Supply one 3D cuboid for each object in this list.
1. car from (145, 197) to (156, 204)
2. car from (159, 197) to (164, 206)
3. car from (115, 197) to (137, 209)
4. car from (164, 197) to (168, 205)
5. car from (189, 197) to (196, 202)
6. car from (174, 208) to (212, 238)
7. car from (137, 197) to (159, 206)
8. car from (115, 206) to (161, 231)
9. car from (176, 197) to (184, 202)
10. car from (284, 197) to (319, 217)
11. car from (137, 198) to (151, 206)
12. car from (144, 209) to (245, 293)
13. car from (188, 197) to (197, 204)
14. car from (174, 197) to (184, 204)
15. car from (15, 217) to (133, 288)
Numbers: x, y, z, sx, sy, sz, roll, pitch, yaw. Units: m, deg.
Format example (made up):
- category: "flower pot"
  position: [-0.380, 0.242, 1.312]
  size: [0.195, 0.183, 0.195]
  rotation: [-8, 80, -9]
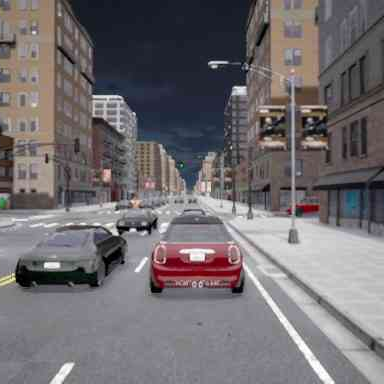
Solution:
- category: "car"
  position: [-9.605, 1.995, 76.995]
  size: [1.812, 1.442, 4.674]
  rotation: [0, 0, 0]
- category: "car"
  position: [-6.474, 1.932, 57.239]
  size: [1.994, 1.385, 4.181]
  rotation: [0, 0, 0]
- category: "car"
  position: [-9.760, 1.876, 48.227]
  size: [1.994, 1.385, 4.181]
  rotation: [0, 0, 0]
- category: "car"
  position: [-6.406, 1.926, 66.037]
  size: [1.837, 1.490, 4.892]
  rotation: [0, 0, 1]
- category: "car"
  position: [0.165, 1.951, 87.780]
  size: [1.812, 1.442, 4.674]
  rotation: [0, 0, 0]
- category: "car"
  position: [0.095, 1.691, 19.363]
  size: [1.994, 1.385, 4.181]
  rotation: [0, 0, 1]
- category: "car"
  position: [-6.504, 1.880, 48.841]
  size: [1.994, 1.385, 4.181]
  rotation: [0, 0, 0]
- category: "car"
  position: [-3.114, 1.731, 19.867]
  size: [1.895, 1.301, 4.718]
  rotation: [0, 0, 0]
- category: "car"
  position: [-3.085, 1.951, 87.787]
  size: [1.812, 1.442, 4.674]
  rotation: [0, 0, 0]
- category: "car"
  position: [12.328, 1.483, 33.980]
  size: [5.566, 2.045, 2.150]
  rotation: [0, -1, 0]
- category: "car"
  position: [-9.640, 1.975, 66.978]
  size: [2.033, 1.411, 5.357]
  rotation: [0, 0, 0]
- category: "car"
  position: [0.116, 1.413, 9.163]
  size: [2.097, 1.767, 4.553]
  rotation: [0, 0, 0]
- category: "car"
  position: [0.147, 1.848, 77.748]
  size: [2.097, 1.767, 4.553]
  rotation: [0, 0, 0]
- category: "car"
  position: [-3.103, 2.045, 77.783]
  size: [1.994, 1.385, 4.181]
  rotation: [0, 0, 0]
- category: "car"
  position: [-3.134, 1.627, 9.469]
  size: [1.994, 1.385, 4.181]
  rotation: [0, 0, 0]
